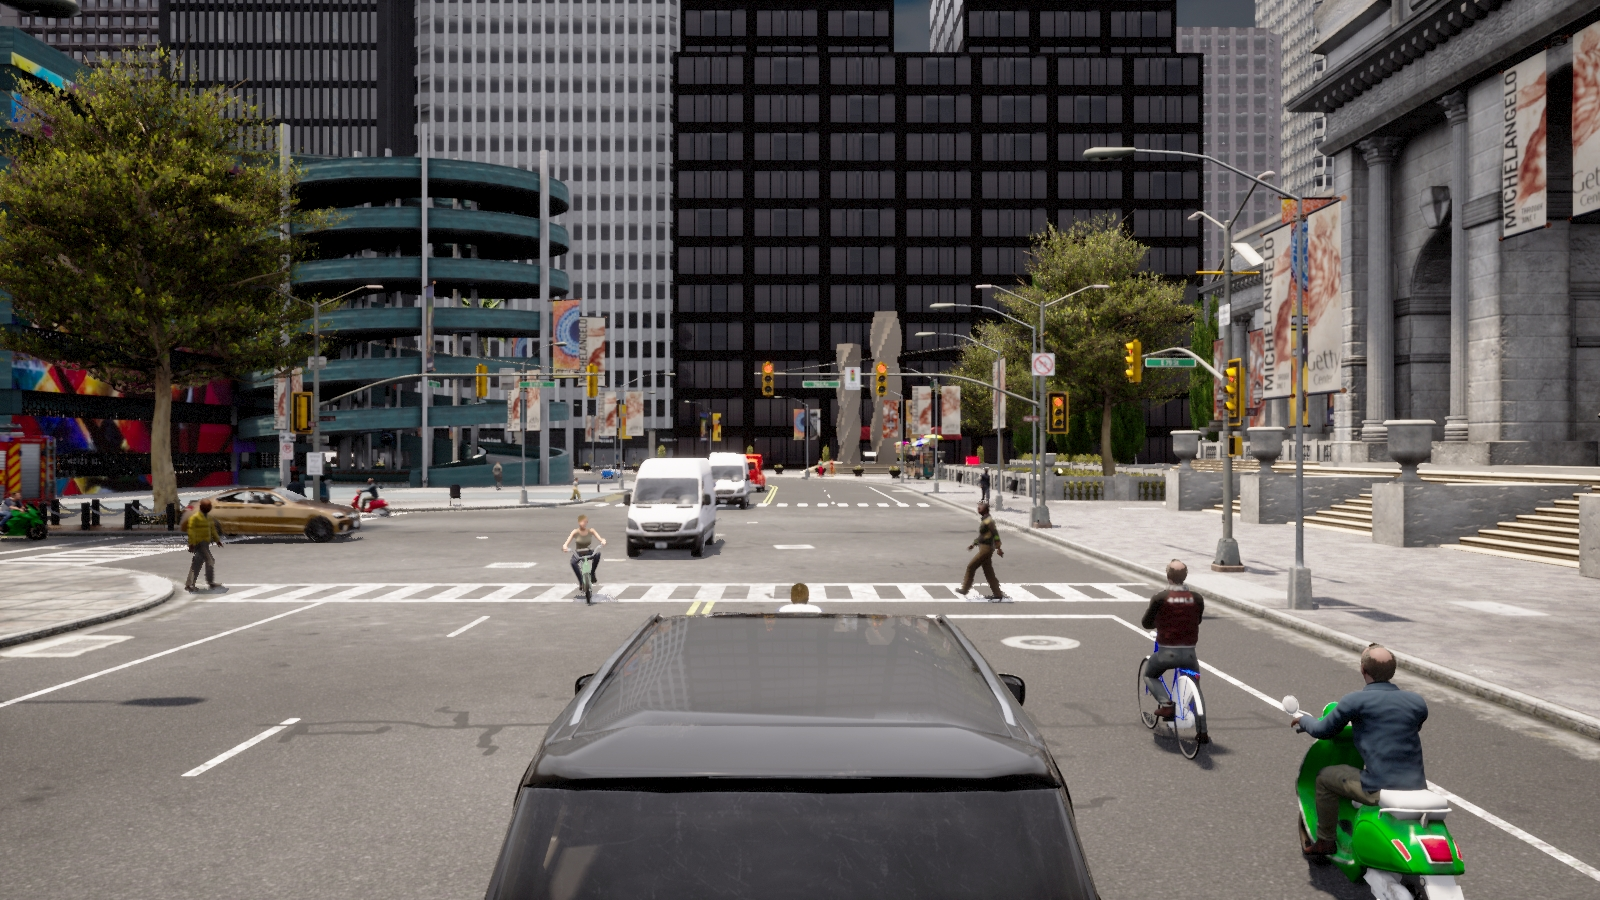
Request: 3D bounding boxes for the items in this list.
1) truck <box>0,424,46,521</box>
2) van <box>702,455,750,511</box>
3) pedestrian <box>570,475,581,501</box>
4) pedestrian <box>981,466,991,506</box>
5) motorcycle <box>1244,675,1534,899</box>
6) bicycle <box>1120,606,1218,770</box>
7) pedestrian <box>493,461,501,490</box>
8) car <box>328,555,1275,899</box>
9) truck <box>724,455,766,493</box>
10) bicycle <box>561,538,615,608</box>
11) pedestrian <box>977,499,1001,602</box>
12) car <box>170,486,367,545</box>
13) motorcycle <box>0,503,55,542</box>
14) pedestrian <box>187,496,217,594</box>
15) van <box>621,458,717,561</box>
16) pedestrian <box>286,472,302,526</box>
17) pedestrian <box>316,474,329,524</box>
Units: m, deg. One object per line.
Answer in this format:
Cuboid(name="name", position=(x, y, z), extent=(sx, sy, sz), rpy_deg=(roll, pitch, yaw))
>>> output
Cuboid(name="truck", position=(-35.694, 0.872, 46.201), extent=(8.468, 3.827, 2.891), rpy_deg=(0, 0, 0))
Cuboid(name="van", position=(-3.523, 1.513, 55.332), extent=(1.988, 2.561, 5.915), rpy_deg=(0, 0, 0))
Cuboid(name="pedestrian", position=(-11.597, 1.953, 59.007), extent=(0.375, 1.300, 0.375), rpy_deg=(0, 0, 20))
Cuboid(name="pedestrian", position=(8.623, 1.675, 53.029), extent=(0.375, 1.860, 0.375), rpy_deg=(0, 0, -12))
Cuboid(name="motorcycle", position=(3.509, 2.179, 7.029), extent=(0.856, 1.236, 1.805), rpy_deg=(0, 0, 0))
Cuboid(name="bicycle", position=(3.482, 2.205, 10.903), extent=(0.329, 1.171, 1.835), rpy_deg=(0, 0, 0))
Cuboid(name="pedestrian", position=(-19.690, 1.667, 74.318), extent=(0.375, 1.860, 0.375), rpy_deg=(0, 0, 6))
Cuboid(name="car", position=(0.021, 1.777, 5.375), extent=(2.150, 2.045, 5.566), rpy_deg=(0, 0, 0))
Cuboid(name="truck", position=(-3.589, 1.541, 75.489), extent=(2.627, 2.467, 5.204), rpy_deg=(0, 0, -1))
Cuboid(name="bicycle", position=(-3.926, 2.247, 21.114), extent=(0.859, 1.080, 1.487), rpy_deg=(-3, 1, -13))
Cuboid(name="pedestrian", position=(3.477, 1.841, 21.009), extent=(0.375, 1.860, 0.375), rpy_deg=(0, 0, 1))
Cuboid(name="car", position=(-16.164, 1.978, 34.990), extent=(5.027, 1.651, 2.152), rpy_deg=(0, 0, -4))
Cuboid(name="motorcycle", position=(-23.956, 2.199, 34.788), extent=(2.033, 1.145, 0.803), rpy_deg=(0, 0, 0))
Cuboid(name="pedestrian", position=(-11.629, 1.840, 22.238), extent=(0.375, 1.860, 0.375), rpy_deg=(0, 0, 4))
Cuboid(name="van", position=(-3.515, 1.522, 31.732), extent=(1.988, 2.561, 5.915), rpy_deg=(0, 0, 0))
Cuboid(name="pedestrian", position=(-17.537, 1.688, 39.595), extent=(0.375, 1.860, 0.375), rpy_deg=(0, 0, -1))
Cuboid(name="pedestrian", position=(-17.845, 1.832, 42.688), extent=(0.375, 1.860, 0.375), rpy_deg=(0, 0, -12))
